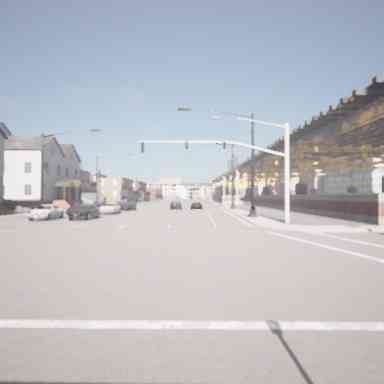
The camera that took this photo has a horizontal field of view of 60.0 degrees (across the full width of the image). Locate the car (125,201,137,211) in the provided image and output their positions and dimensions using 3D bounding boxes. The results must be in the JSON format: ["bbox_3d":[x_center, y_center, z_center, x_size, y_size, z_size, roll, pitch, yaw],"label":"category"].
[{"bbox_3d":[-9.917,2.153,52.019,1.882,1.535,5.008,0,-1,1],"label":"car"}]

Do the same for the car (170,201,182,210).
[{"bbox_3d":[-2.713,2.228,56.746,2.128,1.511,4.902,0,-1,1],"label":"car"}]

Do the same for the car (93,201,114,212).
[{"bbox_3d":[-13.442,2.166,50.961,1.837,1.490,4.892,0,-1,1],"label":"car"}]

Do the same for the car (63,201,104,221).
[{"bbox_3d":[-10.401,1.925,32.310,1.837,1.490,4.892,0,-1,1],"label":"car"}]

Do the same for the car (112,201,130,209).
[{"bbox_3d":[-13.143,2.346,61.512,2.033,1.411,5.357,0,-1,2],"label":"car"}]

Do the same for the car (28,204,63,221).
[{"bbox_3d":[-13.910,1.942,32.021,1.812,1.442,4.674,0,-1,2],"label":"car"}]

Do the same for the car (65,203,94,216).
[{"bbox_3d":[-13.688,2.093,40.730,1.994,1.385,4.181,0,-1,2],"label":"car"}]

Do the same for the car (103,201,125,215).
[{"bbox_3d":[-10.169,2.065,41.546,1.812,1.442,4.674,0,-1,1],"label":"car"}]

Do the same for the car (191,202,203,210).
[{"bbox_3d":[0.786,2.299,56.661,1.994,1.385,4.181,0,-1,1],"label":"car"}]
